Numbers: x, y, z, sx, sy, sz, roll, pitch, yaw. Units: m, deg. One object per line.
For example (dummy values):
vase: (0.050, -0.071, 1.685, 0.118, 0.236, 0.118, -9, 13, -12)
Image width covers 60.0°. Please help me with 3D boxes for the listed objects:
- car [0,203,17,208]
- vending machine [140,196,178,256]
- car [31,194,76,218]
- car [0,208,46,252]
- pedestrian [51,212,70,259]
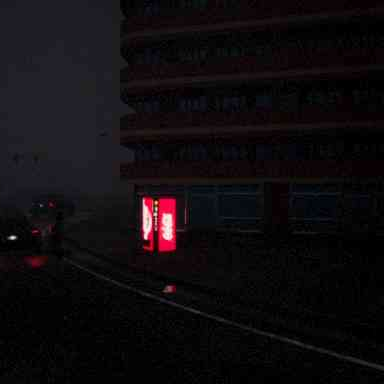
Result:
car: (-15.688, 1.561, 27.345, 1.994, 1.385, 4.181, 0, 0, -5)
vending machine: (-1.211, 1.194, 12.314, 1.100, 2.100, 0.880, 0, 0, -37)
car: (-12.001, 1.214, 29.027, 2.150, 2.045, 5.566, 0, -1, -1)
car: (-7.288, 1.563, 13.255, 1.994, 1.385, 4.181, 0, 0, -32)
pedestrian: (-4.406, 1.293, 11.131, 0.375, 1.860, 0.375, 0, 0, -36)
